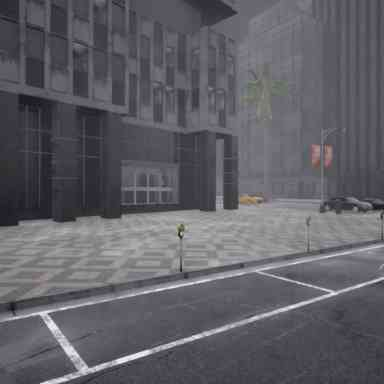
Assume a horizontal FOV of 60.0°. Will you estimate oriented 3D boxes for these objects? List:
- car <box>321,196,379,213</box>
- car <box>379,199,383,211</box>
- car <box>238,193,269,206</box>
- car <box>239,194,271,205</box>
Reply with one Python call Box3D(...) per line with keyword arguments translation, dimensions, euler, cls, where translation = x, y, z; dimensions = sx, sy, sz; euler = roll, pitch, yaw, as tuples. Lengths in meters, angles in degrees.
Box3D(translation=(15.075, 1.206, 32.600), dimensions=(1.837, 1.490, 4.892), euler=(0, 1, -35), cls="car")
Box3D(translation=(18.469, 1.333, 33.434), dimensions=(1.895, 1.301, 4.718), euler=(0, 1, -35), cls="car")
Box3D(translation=(7.214, 0.943, 43.677), dimensions=(1.882, 1.535, 5.008), euler=(0, 1, -35), cls="car")
Box3D(translation=(8.837, 1.007, 47.003), dimensions=(1.994, 1.385, 4.181), euler=(0, 1, -35), cls="car")
